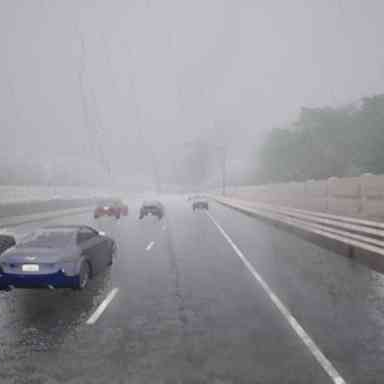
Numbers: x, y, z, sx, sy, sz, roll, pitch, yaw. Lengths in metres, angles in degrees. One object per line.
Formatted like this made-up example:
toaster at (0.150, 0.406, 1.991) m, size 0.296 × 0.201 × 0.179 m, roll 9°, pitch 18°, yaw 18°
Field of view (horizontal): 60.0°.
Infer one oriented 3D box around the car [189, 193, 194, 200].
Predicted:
car at (1.035, 1.351, 50.758) m, size 2.097 × 1.767 × 4.553 m, roll 0°, pitch 0°, yaw 0°

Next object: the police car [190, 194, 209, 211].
police car at (1.039, 1.437, 40.899) m, size 1.930 × 1.638 × 5.238 m, roll 0°, pitch 0°, yaw 0°

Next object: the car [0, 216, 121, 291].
car at (-3.403, 1.568, 9.019) m, size 1.994 × 1.385 × 4.181 m, roll 0°, pitch 0°, yaw 0°

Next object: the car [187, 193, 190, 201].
car at (-0.020, 1.301, 75.497) m, size 1.994 × 1.385 × 4.181 m, roll 0°, pitch 0°, yaw 0°

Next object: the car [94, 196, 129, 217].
car at (-6.908, 1.361, 28.945) m, size 2.097 × 1.767 × 4.553 m, roll 0°, pitch 0°, yaw 0°

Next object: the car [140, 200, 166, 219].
car at (-3.408, 1.515, 29.262) m, size 1.837 × 1.490 × 4.892 m, roll 0°, pitch 0°, yaw 0°

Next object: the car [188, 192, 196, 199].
car at (-0.026, 0.958, 95.083) m, size 2.097 × 1.767 × 4.553 m, roll 0°, pitch 0°, yaw 0°

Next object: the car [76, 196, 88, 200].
car at (-21.021, 1.496, 64.210) m, size 1.994 × 1.385 × 4.181 m, roll 0°, pitch 0°, yaw 0°

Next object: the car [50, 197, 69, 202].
car at (-24.526, 1.560, 61.775) m, size 1.895 × 1.301 × 4.718 m, roll 0°, pitch 0°, yaw 0°
